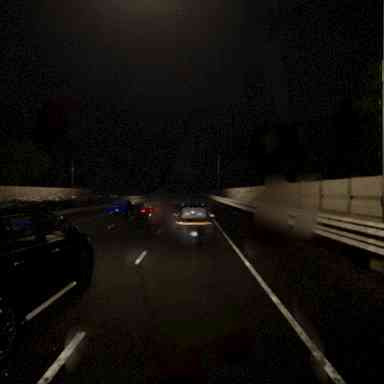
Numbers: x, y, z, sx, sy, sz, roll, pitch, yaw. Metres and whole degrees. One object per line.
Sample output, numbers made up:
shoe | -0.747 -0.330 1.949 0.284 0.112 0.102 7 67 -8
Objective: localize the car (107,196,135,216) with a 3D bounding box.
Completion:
car | -6.921 1.502 33.097 1.882 1.535 5.008 0 0 0

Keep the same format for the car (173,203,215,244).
car | 0.088 1.504 16.013 2.128 1.511 4.902 0 0 0

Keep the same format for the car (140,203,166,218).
car | -3.420 1.623 29.895 1.895 1.301 4.718 0 0 0

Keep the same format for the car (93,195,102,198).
car | -21.042 1.522 73.258 2.128 1.511 4.902 0 0 0

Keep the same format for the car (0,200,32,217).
car | -17.614 1.528 32.151 1.837 1.490 4.892 0 0 0

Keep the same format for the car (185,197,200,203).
car | 0.079 1.529 31.652 1.837 1.490 4.892 0 0 0

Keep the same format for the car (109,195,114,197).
car | -17.542 1.522 73.260 2.128 1.511 4.902 0 0 0

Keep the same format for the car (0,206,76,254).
car | -6.916 1.489 14.573 1.882 1.535 5.008 0 0 0

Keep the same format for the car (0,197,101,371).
car | -3.426 1.229 5.704 2.150 2.045 5.566 0 0 0
